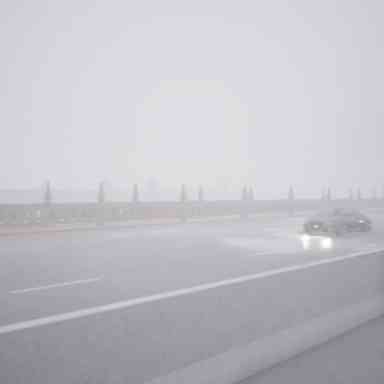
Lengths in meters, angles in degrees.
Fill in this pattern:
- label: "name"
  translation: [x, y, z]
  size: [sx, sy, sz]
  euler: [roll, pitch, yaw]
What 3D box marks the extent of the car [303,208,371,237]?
- label: "car"
  translation: [8.028, 1.583, 18.320]
  size: [4.181, 1.385, 1.994]
  euler: [0, 0, -35]
